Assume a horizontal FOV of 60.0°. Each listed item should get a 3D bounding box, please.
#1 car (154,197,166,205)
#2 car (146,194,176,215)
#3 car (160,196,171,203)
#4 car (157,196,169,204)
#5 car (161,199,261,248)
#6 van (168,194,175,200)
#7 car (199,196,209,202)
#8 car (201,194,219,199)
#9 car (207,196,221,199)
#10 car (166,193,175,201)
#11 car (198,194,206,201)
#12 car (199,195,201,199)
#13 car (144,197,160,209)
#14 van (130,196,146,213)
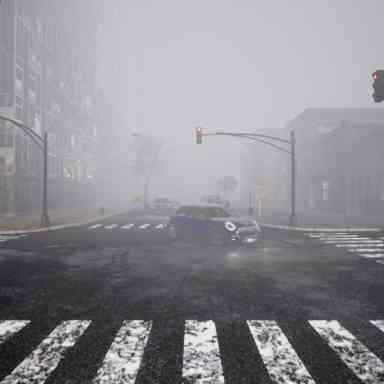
[{"bbox_3d":[-5.678,1.587,59.354,1.802,1.307,4.206,1,0,0],"label":"car"},{"bbox_3d":[-3.100,1.356,33.784,2.097,1.767,4.553,0,0,0],"label":"car"},{"bbox_3d":[-5.678,1.572,70.702,1.947,1.339,4.313,1,0,0],"label":"car"},{"bbox_3d":[-5.678,1.572,65.028,1.947,1.339,4.313,1,0,0],"label":"car"},{"bbox_3d":[0.888,1.355,15.086,2.097,1.767,4.553,0,0,-40],"label":"car"},{"bbox_3d":[-5.674,1.347,93.398,1.690,1.788,3.998,1,0,0],"label":"van"},{"bbox_3d":[2.702,1.572,76.415,1.947,1.339,4.313,1,0,0],"label":"car"},{"bbox_3d":[2.707,1.320,42.371,2.192,1.841,5.009,1,0,0],"label":"car"},{"bbox_3d":[2.705,1.444,31.023,1.967,1.590,4.097,1,0,0],"label":"car"},{"bbox_3d":[-5.673,1.321,87.724,2.192,1.841,5.009,1,0,0],"label":"car"},{"bbox_3d":[2.704,1.446,87.762,1.967,1.590,4.097,1,0,0],"label":"car"},{"bbox_3d":[2.707,1.321,65.067,2.192,1.841,5.009,1,0,0],"label":"car"},{"bbox_3d":[-5.677,1.530,47.836,1.752,1.417,4.829,1,0,0],"label":"car"},{"bbox_3d":[-5.673,1.346,36.658,1.690,1.788,3.998,1,0,0],"label":"van"}]
